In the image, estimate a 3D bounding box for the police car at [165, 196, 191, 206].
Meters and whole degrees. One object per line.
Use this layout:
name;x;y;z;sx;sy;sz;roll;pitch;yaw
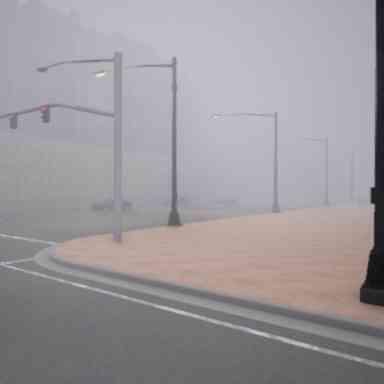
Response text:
police car;-2.223;1.363;51.412;1.930;1.638;5.238;0;0;36

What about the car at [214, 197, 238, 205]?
car;5.853;1.493;56.682;2.033;1.411;5.357;0;0;36

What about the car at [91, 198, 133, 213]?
car;-8.756;1.423;36.483;1.882;1.535;5.008;0;0;36
